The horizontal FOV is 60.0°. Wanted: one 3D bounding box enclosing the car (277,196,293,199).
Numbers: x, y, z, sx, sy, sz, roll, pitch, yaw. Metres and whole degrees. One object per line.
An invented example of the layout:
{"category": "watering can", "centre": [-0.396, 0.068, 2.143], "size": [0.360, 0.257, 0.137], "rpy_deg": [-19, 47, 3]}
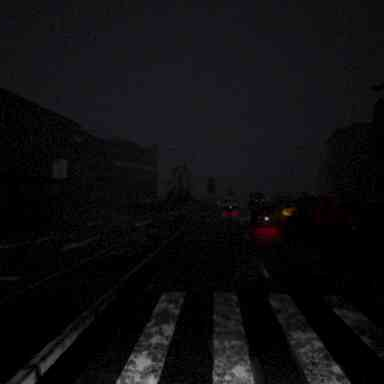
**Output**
{"category": "car", "centre": [11.219, 1.447, 33.014], "size": [4.792, 1.488, 2.163], "rpy_deg": [0, 0, 10]}

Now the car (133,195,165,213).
{"category": "car", "centre": [-4.942, 1.400, 36.874], "size": [2.097, 1.535, 5.008], "rpy_deg": [0, 0, 10]}

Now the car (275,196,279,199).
{"category": "car", "centre": [11.726, 1.427, 35.696], "size": [4.792, 1.488, 2.163], "rpy_deg": [0, 0, 10]}

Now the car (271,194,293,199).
{"category": "car", "centre": [13.212, 1.356, 43.882], "size": [4.792, 1.488, 2.163], "rpy_deg": [0, 0, 12]}

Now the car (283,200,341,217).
{"category": "car", "centre": [10.827, 1.476, 30.311], "size": [4.674, 1.452, 2.002], "rpy_deg": [0, 0, 9]}

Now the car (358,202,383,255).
{"category": "car", "centre": [8.627, 1.378, 11.422], "size": [4.553, 1.767, 2.185], "rpy_deg": [0, 0, 6]}

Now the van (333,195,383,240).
{"category": "van", "centre": [8.754, 1.274, 14.179], "size": [4.442, 1.987, 1.878], "rpy_deg": [0, 0, 6]}

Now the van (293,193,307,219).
{"category": "van", "centre": [10.177, 1.241, 24.887], "size": [4.442, 1.987, 1.878], "rpy_deg": [0, 0, 8]}

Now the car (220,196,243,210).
{"category": "car", "centre": [4.959, 1.481, 41.379], "size": [1.895, 1.301, 4.718], "rpy_deg": [0, 0, 11]}

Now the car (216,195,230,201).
{"category": "car", "centre": [7.908, 1.628, 85.119], "size": [2.231, 1.521, 4.892], "rpy_deg": [0, -1, 21]}

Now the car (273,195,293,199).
{"category": "car", "centre": [12.170, 1.377, 38.392], "size": [4.892, 1.521, 2.231], "rpy_deg": [0, 0, 11]}

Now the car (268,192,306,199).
{"category": "car", "centre": [14.376, 1.043, 49.222], "size": [5.566, 2.045, 2.435], "rpy_deg": [0, 0, 13]}

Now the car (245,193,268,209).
{"category": "car", "centre": [8.156, 1.090, 42.162], "size": [2.150, 2.045, 5.566], "rpy_deg": [0, 1, 11]}

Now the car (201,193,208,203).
{"category": "car", "centre": [1.116, 1.361, 63.897], "size": [2.002, 1.452, 4.674], "rpy_deg": [0, 0, 16]}

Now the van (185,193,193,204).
{"category": "van", "centre": [-1.675, 1.076, 53.036], "size": [1.878, 1.987, 4.442], "rpy_deg": [0, 0, 14]}

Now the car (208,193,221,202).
{"category": "car", "centre": [4.250, 1.177, 74.492], "size": [2.435, 2.045, 5.566], "rpy_deg": [0, -1, 18]}

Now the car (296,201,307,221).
{"category": "car", "centre": [9.719, 1.518, 22.212], "size": [4.674, 1.452, 2.002], "rpy_deg": [0, 0, 7]}

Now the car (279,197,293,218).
{"category": "car", "centre": [10.245, 1.448, 27.638], "size": [5.366, 1.575, 1.946], "rpy_deg": [0, 0, 8]}

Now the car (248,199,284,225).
{"category": "car", "centre": [5.226, 1.490, 24.148], "size": [1.837, 1.490, 4.892], "rpy_deg": [0, 0, 8]}

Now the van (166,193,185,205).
{"category": "van", "centre": [-2.877, 1.100, 47.629], "size": [1.878, 1.987, 4.442], "rpy_deg": [0, 0, 13]}

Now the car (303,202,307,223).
{"category": "car", "centre": [9.392, 1.518, 19.616], "size": [4.792, 1.488, 2.163], "rpy_deg": [0, 0, 7]}

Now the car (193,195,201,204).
{"category": "car", "centre": [-0.303, 1.340, 58.539], "size": [2.002, 1.452, 4.674], "rpy_deg": [0, 0, 15]}

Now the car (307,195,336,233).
{"category": "car", "centre": [9.166, 1.245, 16.897], "size": [5.566, 2.045, 2.435], "rpy_deg": [0, 0, 6]}

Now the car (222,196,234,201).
{"category": "car", "centre": [9.833, 1.791, 90.185], "size": [2.002, 1.452, 4.674], "rpy_deg": [0, -1, 22]}

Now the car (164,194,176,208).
{"category": "car", "centre": [-3.966, 1.394, 42.280], "size": [2.163, 1.488, 4.792], "rpy_deg": [0, 0, 12]}
